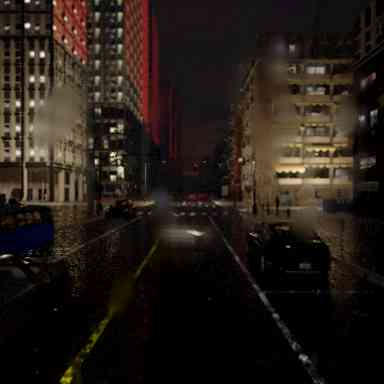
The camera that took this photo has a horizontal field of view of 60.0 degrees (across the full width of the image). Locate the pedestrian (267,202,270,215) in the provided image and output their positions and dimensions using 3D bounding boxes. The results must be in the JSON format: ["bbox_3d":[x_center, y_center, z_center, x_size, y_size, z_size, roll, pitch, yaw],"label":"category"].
[{"bbox_3d":[7.150,1.510,31.198,0.375,1.300,0.375,0,0,0],"label":"pedestrian"}]

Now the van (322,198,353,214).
[{"bbox_3d":[16.948,1.611,37.791,3.998,1.788,1.690,1,-1,0],"label":"van"}]

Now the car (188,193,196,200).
[{"bbox_3d":[0.044,1.156,88.138,2.097,1.767,4.553,0,0,0],"label":"car"}]

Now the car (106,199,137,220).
[{"bbox_3d":[-5.678,1.373,27.069,1.967,1.590,4.097,0,0,0],"label":"car"}]

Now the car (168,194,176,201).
[{"bbox_3d":[-5.652,1.347,81.577,1.752,1.417,4.829,0,0,0],"label":"car"}]

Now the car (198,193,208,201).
[{"bbox_3d":[2.725,1.147,76.193,2.192,1.841,5.009,0,0,0],"label":"car"}]

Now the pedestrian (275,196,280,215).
[{"bbox_3d":[8.150,1.254,31.796,0.375,1.860,0.375,0,0,0],"label":"pedestrian"}]

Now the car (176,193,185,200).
[{"bbox_3d":[-2.959,1.172,84.299,2.097,1.767,4.553,0,0,0],"label":"car"}]

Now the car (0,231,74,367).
[{"bbox_3d":[-3.099,1.537,3.873,2.033,1.411,5.357,0,0,0],"label":"car"}]

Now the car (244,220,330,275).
[{"bbox_3d":[2.695,1.524,10.118,2.008,1.369,4.403,0,0,0],"label":"car"}]

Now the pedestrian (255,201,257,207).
[{"bbox_3d":[6.151,1.442,32.398,0.500,1.100,0.500,0,0,0],"label":"pedestrian"}]

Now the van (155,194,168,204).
[{"bbox_3d":[-5.663,1.203,59.542,1.690,1.788,3.998,0,0,0],"label":"van"}]

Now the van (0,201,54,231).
[{"bbox_3d":[-5.686,1.315,10.122,1.690,1.788,3.998,0,0,0],"label":"van"}]

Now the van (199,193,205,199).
[{"bbox_3d":[2.733,1.144,92.845,1.690,1.788,3.998,0,0,0],"label":"van"}]

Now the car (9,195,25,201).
[{"bbox_3d":[-21.113,0.976,37.857,4.097,1.590,1.967,1,-1,0],"label":"car"}]
